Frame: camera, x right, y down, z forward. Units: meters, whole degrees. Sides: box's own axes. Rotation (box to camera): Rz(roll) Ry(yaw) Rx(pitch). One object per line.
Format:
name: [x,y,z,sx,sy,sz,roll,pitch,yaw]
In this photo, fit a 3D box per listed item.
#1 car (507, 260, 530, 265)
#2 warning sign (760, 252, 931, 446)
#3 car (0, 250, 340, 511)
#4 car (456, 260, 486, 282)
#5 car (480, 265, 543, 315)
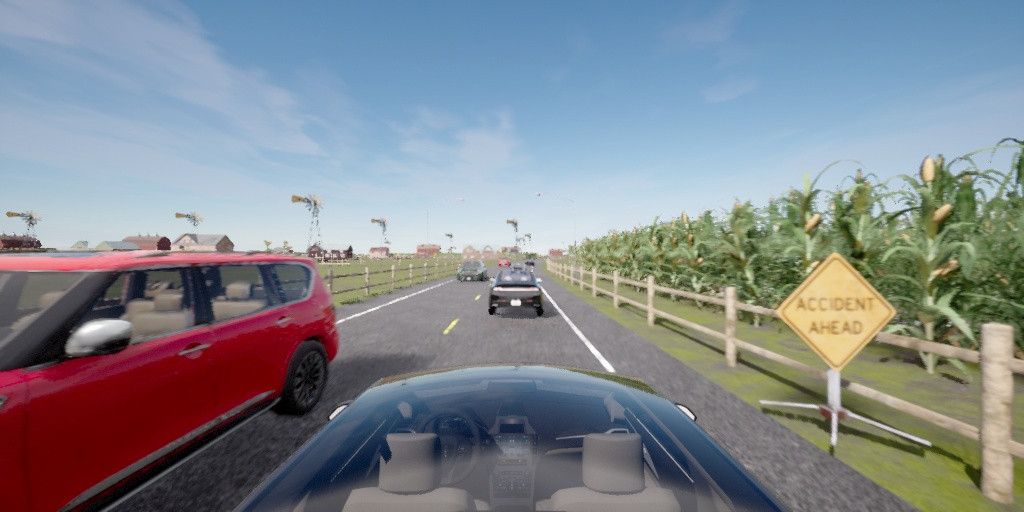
car: [0.743,1.442,40.050,1.895,1.301,4.718,0,0,2]
warning sign: [3.547,0.891,3.949,1.300,1.860,1.060,0,0,0]
car: [-3.606,0.956,3.014,2.150,2.045,5.566,0,0,0]
car: [-3.215,1.151,29.555,2.097,1.767,4.553,0,0,2]
car: [0.147,1.274,13.743,2.128,1.511,4.902,0,0,0]
